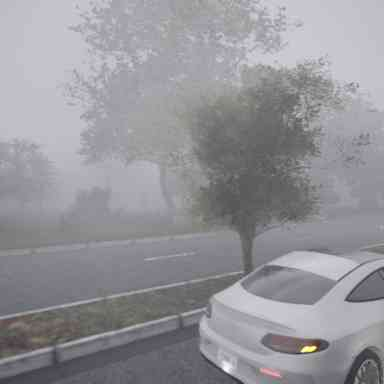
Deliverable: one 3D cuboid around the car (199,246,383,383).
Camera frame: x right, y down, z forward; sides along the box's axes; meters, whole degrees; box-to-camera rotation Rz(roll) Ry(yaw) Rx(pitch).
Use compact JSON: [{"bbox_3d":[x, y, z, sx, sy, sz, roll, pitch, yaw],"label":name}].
[{"bbox_3d":[2.234,1.533,4.734,4.674,1.442,1.812,0,0,-36],"label":"car"}]
